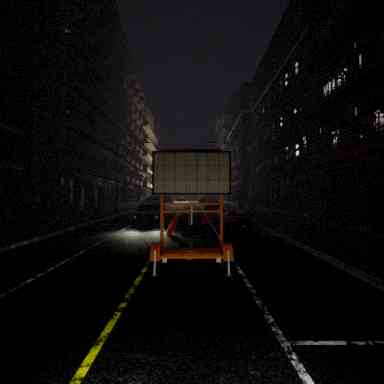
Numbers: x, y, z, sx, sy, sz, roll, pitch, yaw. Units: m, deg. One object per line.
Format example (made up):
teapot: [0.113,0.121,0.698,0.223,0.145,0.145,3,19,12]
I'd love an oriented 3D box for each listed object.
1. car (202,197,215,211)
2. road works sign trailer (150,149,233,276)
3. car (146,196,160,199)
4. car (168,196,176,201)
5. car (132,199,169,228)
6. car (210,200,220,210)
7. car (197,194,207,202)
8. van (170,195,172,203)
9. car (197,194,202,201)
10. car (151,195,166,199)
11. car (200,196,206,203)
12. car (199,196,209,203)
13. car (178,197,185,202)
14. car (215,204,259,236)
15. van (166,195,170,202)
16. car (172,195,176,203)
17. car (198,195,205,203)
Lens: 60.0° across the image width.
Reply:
car: [2.574,1.614,40.769,1.887,1.381,4.507,1,0,0]
road works sign trailer: [-0.012,0.473,10.318,2.380,3.560,2.880,0,0,0]
car: [-5.305,1.594,40.661,1.752,1.417,4.829,2,0,0]
car: [-5.319,1.830,90.605,1.947,1.339,4.313,1,0,0]
car: [-2.854,1.504,22.757,1.882,1.535,5.008,0,0,0]
car: [2.579,1.555,24.349,1.752,1.417,4.829,1,0,0]
car: [2.535,1.551,85.017,2.192,1.841,5.009,1,0,0]
van: [-5.307,1.481,62.953,1.690,1.788,3.998,1,0,0]
car: [2.568,1.706,68.423,1.887,1.381,4.507,1,0,0]
car: [-5.301,1.399,46.363,2.192,1.841,5.009,2,0,0]
car: [2.573,1.634,46.301,2.008,1.369,4.403,1,0,0]
car: [2.576,1.626,73.955,1.967,1.590,4.097,1,0,0]
car: [-2.770,1.829,83.411,1.895,1.301,4.718,0,0,0]
car: [2.580,1.565,18.647,1.887,1.381,4.507,1,0,0]
van: [-5.304,1.459,57.421,1.690,1.788,3.998,2,0,0]
car: [-5.309,1.501,74.014,2.192,1.841,5.009,1,0,0]
car: [2.569,1.684,62.893,1.887,1.381,4.507,1,0,0]
